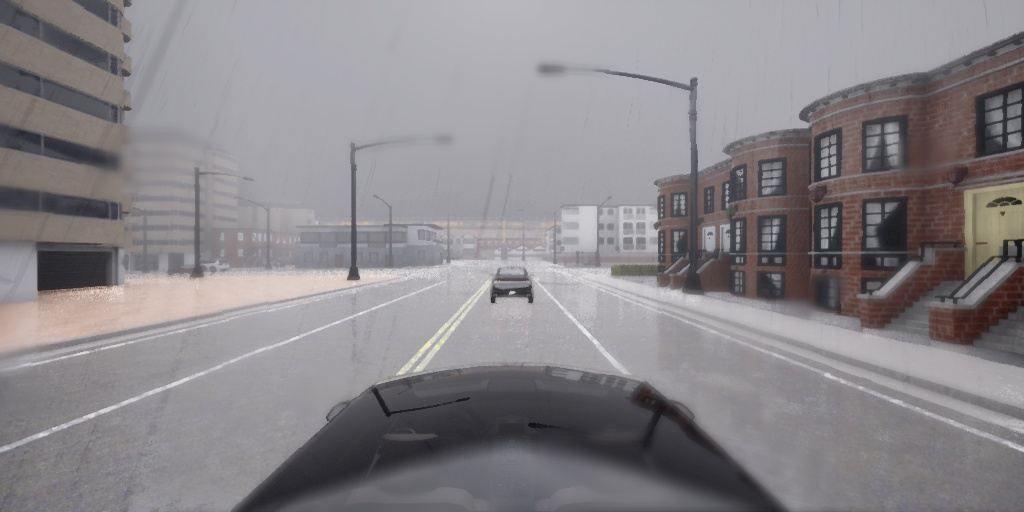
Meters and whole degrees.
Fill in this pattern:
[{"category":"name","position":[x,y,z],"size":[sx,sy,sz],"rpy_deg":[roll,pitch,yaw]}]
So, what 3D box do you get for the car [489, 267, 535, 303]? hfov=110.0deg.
[{"category":"car","position":[0.000,1.244,16.500],"size":[2.128,1.511,4.902],"rpy_deg":[0,0,0]}]
